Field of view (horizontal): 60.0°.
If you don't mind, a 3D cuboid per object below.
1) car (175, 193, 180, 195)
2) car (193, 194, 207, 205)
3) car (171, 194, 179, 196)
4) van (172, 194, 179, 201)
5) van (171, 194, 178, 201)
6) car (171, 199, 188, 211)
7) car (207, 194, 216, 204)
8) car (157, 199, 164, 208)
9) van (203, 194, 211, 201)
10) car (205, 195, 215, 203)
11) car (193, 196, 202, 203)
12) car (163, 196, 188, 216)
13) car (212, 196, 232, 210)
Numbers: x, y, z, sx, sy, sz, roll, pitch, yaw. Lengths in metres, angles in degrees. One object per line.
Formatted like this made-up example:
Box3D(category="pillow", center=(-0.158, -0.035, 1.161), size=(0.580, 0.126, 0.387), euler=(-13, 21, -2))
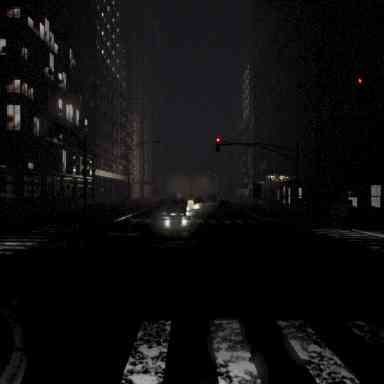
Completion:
Box3D(category="car", center=(-4.160, 1.426, 74.949), size=(1.967, 1.590, 4.097), euler=(0, 0, 0))
Box3D(category="car", center=(1.310, 1.527, 60.595), size=(1.812, 1.442, 4.674), euler=(0, 0, -1))
Box3D(category="car", center=(-4.111, 1.564, 63.894), size=(1.947, 1.339, 4.313), euler=(0, 0, 0))
Box3D(category="van", center=(-4.210, 1.315, 86.004), size=(1.690, 1.788, 3.998), euler=(0, 0, 0))
Box3D(category="van", center=(-4.185, 1.321, 80.477), size=(1.690, 1.788, 3.998), euler=(0, 0, 0))
Box3D(category="car", center=(-1.540, 1.614, 42.680), size=(1.895, 1.301, 4.718), euler=(0, 0, 0))
Box3D(category="car", center=(3.769, 1.313, 63.929), size=(2.192, 1.841, 5.009), euler=(0, 0, 0))
Box3D(category="car", center=(-4.037, 1.593, 47.311), size=(1.802, 1.307, 4.206), euler=(0, 0, 0))
Box3D(category="van", center=(3.695, 1.321, 80.512), size=(1.690, 1.788, 3.998), euler=(0, 0, 0))
Box3D(category="car", center=(3.744, 1.432, 69.457), size=(1.967, 1.590, 4.097), euler=(0, 0, 0))
Box3D(category="car", center=(1.172, 1.528, 73.349), size=(2.033, 1.411, 5.357), euler=(0, 0, 0))
Box3D(category="car", center=(-1.506, 1.495, 33.309), size=(1.882, 1.535, 5.008), euler=(0, 0, 0))
Box3D(category="car", center=(3.917, 1.579, 41.820), size=(1.947, 1.339, 4.313), euler=(0, 0, 0))
